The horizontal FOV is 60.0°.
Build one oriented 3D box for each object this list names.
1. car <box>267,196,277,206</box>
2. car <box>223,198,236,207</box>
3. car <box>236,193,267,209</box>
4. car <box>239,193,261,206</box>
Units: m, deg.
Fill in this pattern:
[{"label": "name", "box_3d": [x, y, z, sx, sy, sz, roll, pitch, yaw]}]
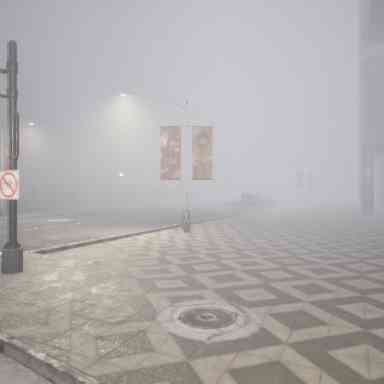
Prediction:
[{"label": "car", "box_3d": [12.794, 1.448, 55.126, 2.128, 1.511, 4.902, 0, 0, 26]}, {"label": "car", "box_3d": [6.221, 1.570, 49.020, 1.895, 1.301, 4.718, 0, 0, 27]}, {"label": "car", "box_3d": [8.270, 1.188, 45.801, 2.150, 2.045, 5.566, 0, 0, 27]}, {"label": "car", "box_3d": [9.888, 1.183, 56.582, 2.150, 2.045, 5.566, 0, 0, 26]}]
